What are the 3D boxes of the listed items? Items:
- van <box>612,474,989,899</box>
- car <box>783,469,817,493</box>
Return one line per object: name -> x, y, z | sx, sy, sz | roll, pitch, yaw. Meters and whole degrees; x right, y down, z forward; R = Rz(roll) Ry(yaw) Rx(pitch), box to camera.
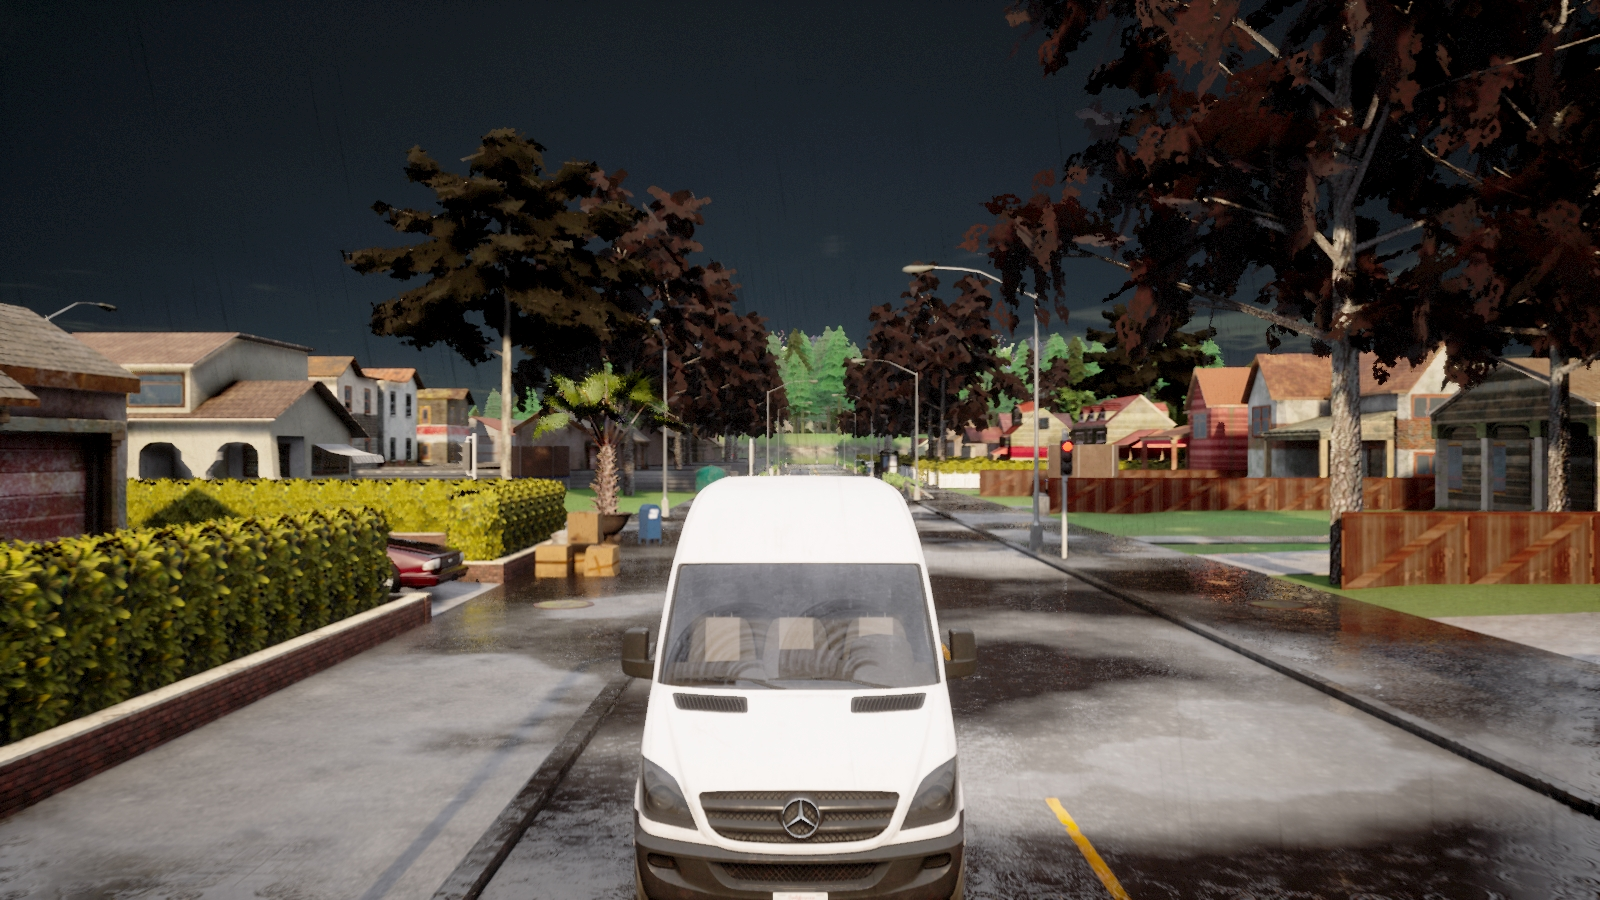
van -> 0.002, 1.534, 8.976 | 1.988, 2.561, 5.915 | 0, 0, 0
car -> -0.007, 2.060, 77.030 | 2.231, 1.480, 4.892 | 0, 0, 0
